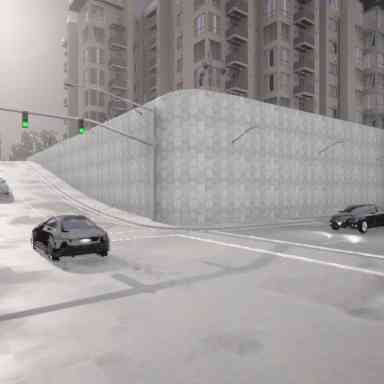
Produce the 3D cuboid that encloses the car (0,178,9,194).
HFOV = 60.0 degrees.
[{"bbox_3d":[-19.320,-0.718,32.864,1.812,1.442,4.674,0,11,-36],"label":"car"}]

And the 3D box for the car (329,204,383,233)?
[{"bbox_3d":[10.155,1.505,19.852,4.892,1.490,1.837,0,0,-36],"label":"car"}]

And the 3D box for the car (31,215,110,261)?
[{"bbox_3d":[-4.660,1.565,12.487,1.994,1.385,4.181,0,0,-36],"label":"car"}]
